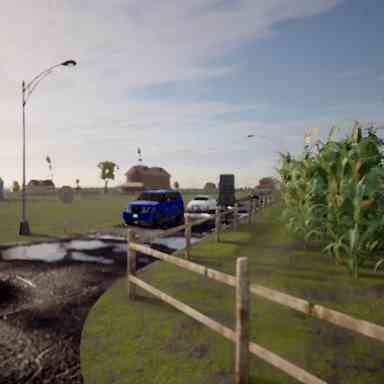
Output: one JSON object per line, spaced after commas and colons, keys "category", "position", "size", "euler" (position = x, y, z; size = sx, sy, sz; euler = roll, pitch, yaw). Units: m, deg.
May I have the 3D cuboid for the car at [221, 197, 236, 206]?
{"category": "car", "position": [4.065, 0.888, 40.172], "size": [1.837, 1.490, 4.892], "euler": [1, 1, 17]}

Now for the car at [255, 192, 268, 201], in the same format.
{"category": "car", "position": [12.062, 0.683, 57.511], "size": [1.994, 1.385, 4.181], "euler": [1, 1, 15]}

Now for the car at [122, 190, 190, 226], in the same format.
{"category": "car", "position": [-2.244, 0.926, 21.157], "size": [2.150, 2.045, 5.566], "euler": [1, 1, 19]}

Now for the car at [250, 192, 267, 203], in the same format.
{"category": "car", "position": [9.441, 0.764, 47.991], "size": [2.128, 1.511, 4.902], "euler": [1, 1, 17]}

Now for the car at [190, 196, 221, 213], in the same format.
{"category": "car", "position": [1.005, 1.068, 30.644], "size": [1.812, 1.442, 4.674], "euler": [1, 1, 18]}
